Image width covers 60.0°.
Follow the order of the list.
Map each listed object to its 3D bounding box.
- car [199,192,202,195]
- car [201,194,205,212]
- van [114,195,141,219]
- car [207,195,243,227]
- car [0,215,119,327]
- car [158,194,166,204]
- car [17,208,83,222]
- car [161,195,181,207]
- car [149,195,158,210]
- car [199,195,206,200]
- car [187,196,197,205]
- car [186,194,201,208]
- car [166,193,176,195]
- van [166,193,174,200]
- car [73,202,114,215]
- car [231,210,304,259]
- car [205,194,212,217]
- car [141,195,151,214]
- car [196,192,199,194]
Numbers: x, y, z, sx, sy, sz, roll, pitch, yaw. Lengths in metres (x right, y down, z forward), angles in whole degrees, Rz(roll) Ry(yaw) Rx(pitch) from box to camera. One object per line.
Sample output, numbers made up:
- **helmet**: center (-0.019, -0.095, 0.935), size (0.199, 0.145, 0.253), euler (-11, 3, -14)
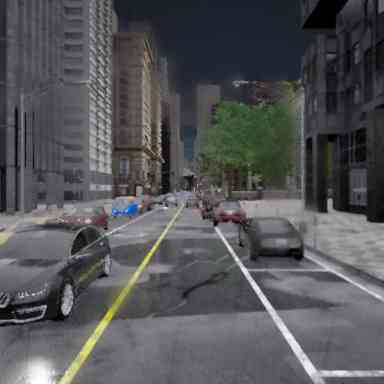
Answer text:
- **car**: center (2.752, 1.280, 56.211), size (2.192, 1.841, 5.009), euler (0, 0, 0)
- **car**: center (2.754, 1.292, 45.236), size (2.192, 1.841, 5.009), euler (0, 0, 0)
- **van**: center (-5.768, 1.327, 28.788), size (1.690, 1.788, 3.998), euler (0, 0, 0)
- **car**: center (2.386, 1.341, 23.068), size (2.097, 1.767, 4.553), euler (0, 0, 0)
- **car**: center (-3.101, 1.501, 7.345), size (1.837, 1.490, 4.892), euler (0, 0, 0)
- **car**: center (-5.773, 1.531, 56.227), size (1.947, 1.339, 4.313), euler (0, 0, 0)
- **car**: center (-5.765, 1.520, 12.155), size (1.752, 1.417, 4.829), euler (0, 0, 0)
- **car**: center (-3.075, 1.498, 49.629), size (1.812, 1.442, 4.674), euler (0, 0, 0)
- **car**: center (-5.771, 1.295, 39.763), size (2.192, 1.841, 5.009), euler (0, 0, 0)
- **car**: center (2.747, 1.485, 88.189), size (1.802, 1.307, 4.206), euler (0, 0, 0)
- **car**: center (-0.011, 1.485, 60.634), size (1.812, 1.442, 4.674), euler (0, 0, 0)
- **car**: center (0.045, 1.467, 48.056), size (2.128, 1.511, 4.902), euler (0, 0, 0)
- **car**: center (-5.777, 1.230, 82.787), size (2.192, 1.841, 5.009), euler (0, 0, 0)
- **van**: center (-5.778, 1.244, 88.207), size (1.690, 1.788, 3.998), euler (0, 0, 0)
- **car**: center (-5.766, 1.431, 17.813), size (1.967, 1.590, 4.097), euler (0, 0, 0)
- **car**: center (2.760, 1.560, 12.317), size (1.947, 1.339, 4.313), euler (0, 0, 0)
- **car**: center (2.756, 1.298, 34.263), size (2.192, 1.841, 5.009), euler (0, 0, 0)
- **car**: center (-5.769, 1.423, 34.275), size (1.967, 1.590, 4.097), euler (0, 0, 0)
- **car**: center (2.746, 1.330, 93.610), size (1.967, 1.590, 4.097), euler (0, 0, 0)
